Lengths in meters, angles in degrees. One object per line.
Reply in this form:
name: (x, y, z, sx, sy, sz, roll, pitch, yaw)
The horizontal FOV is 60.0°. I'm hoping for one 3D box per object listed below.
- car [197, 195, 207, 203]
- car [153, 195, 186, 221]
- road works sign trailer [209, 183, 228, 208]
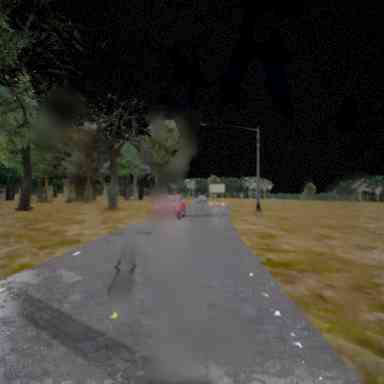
car: (2.046, 1.404, 69.153, 2.097, 1.767, 4.553, 0, 0, 3)
car: (-1.794, 1.249, 28.185, 2.150, 2.045, 5.566, 0, 0, 5)
road works sign trailer: (3.646, 0.508, 48.676, 2.380, 3.560, 2.880, 0, 0, 5)
